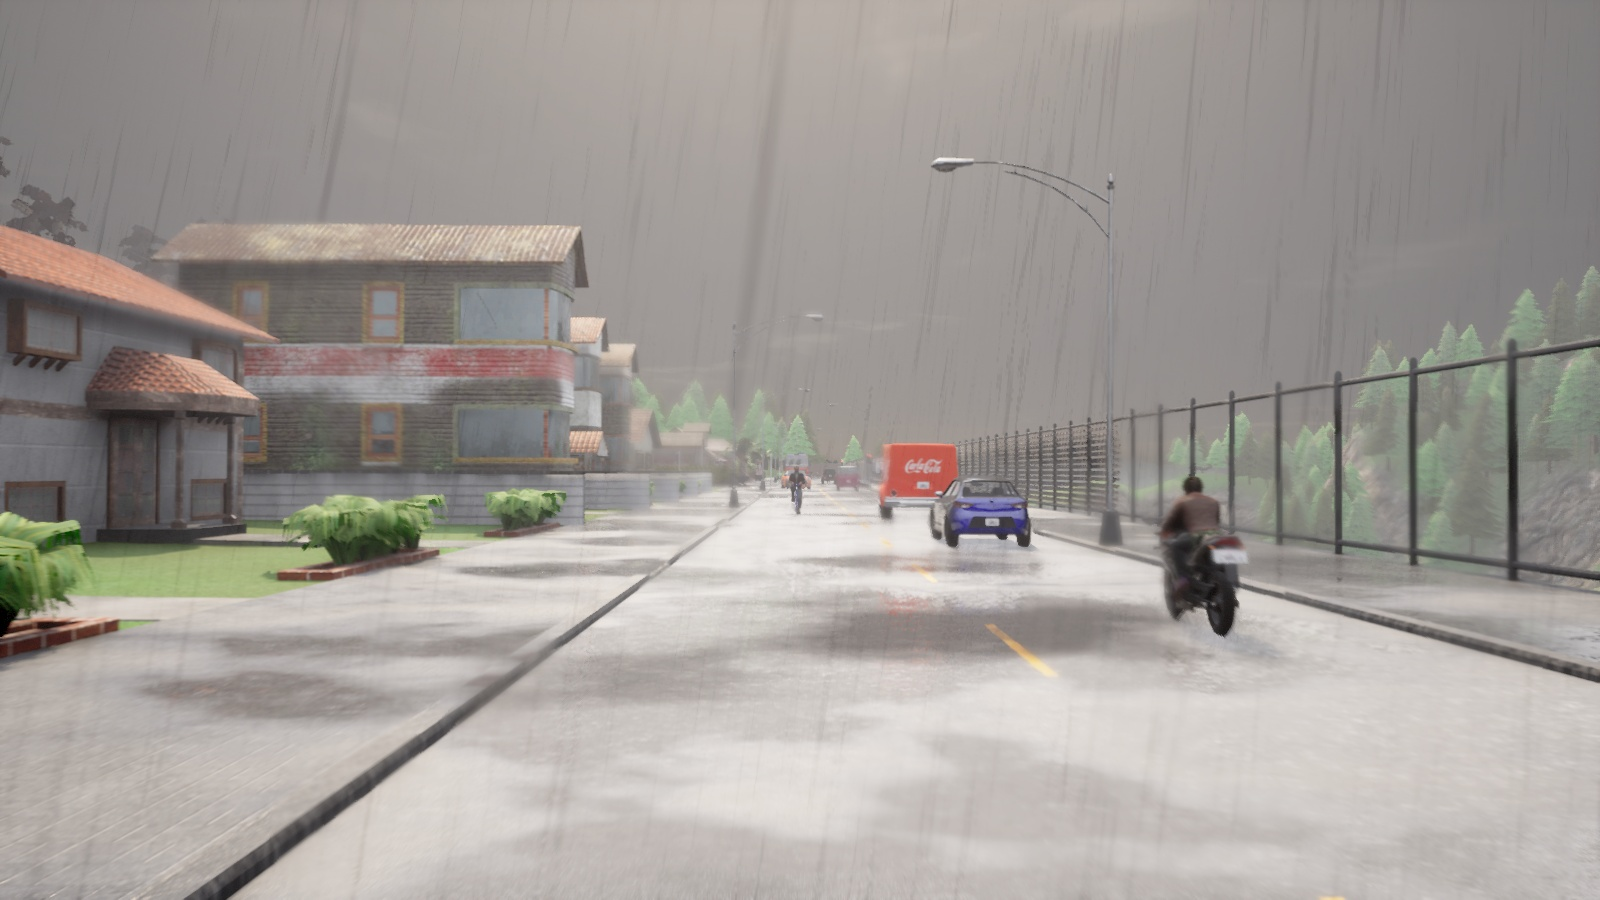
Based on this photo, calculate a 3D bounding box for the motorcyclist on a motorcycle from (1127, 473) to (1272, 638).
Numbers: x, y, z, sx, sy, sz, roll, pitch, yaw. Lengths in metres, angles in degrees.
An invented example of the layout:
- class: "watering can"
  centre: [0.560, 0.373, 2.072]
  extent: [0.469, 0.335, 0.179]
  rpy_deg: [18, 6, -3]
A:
- class: "motorcyclist on a motorcycle"
  centre: [3.969, 0.993, 12.675]
  extent: [0.797, 1.523, 2.044]
  rpy_deg: [0, -1, 0]

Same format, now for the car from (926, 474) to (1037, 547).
- class: "car"
  centre: [3.932, 1.279, 27.841]
  extent: [1.816, 1.474, 4.193]
  rpy_deg: [0, -1, 0]

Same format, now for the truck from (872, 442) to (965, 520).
- class: "truck"
  centre: [3.895, 1.022, 42.365]
  extent: [2.627, 2.467, 5.204]
  rpy_deg: [0, -1, 0]

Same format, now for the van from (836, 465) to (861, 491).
- class: "van"
  centre: [3.758, 2.200, 98.397]
  extent: [1.775, 1.987, 4.442]
  rpy_deg: [0, -1, 0]
